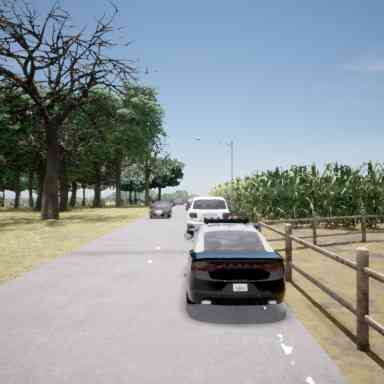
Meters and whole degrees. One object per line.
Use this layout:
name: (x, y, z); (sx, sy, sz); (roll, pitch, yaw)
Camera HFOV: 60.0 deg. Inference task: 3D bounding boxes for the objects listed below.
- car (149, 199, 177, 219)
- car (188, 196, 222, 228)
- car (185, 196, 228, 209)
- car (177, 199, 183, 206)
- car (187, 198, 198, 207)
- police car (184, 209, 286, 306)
car: (-2.820, 1.622, 30.687); (2.128, 1.511, 4.902); (0, 0, 0)
car: (0.847, 1.314, 24.219); (2.150, 2.045, 5.566); (0, 0, 0)
car: (0.842, 1.280, 18.217); (2.150, 2.045, 5.566); (0, 0, 0)
car: (-2.689, 1.985, 64.063); (1.812, 1.442, 4.674); (0, -1, 0)
car: (0.056, 1.879, 59.198); (1.837, 1.490, 4.892); (0, -1, 0)
police car: (0.832, 1.440, 8.290); (1.930, 1.638, 5.238); (0, 0, 0)
